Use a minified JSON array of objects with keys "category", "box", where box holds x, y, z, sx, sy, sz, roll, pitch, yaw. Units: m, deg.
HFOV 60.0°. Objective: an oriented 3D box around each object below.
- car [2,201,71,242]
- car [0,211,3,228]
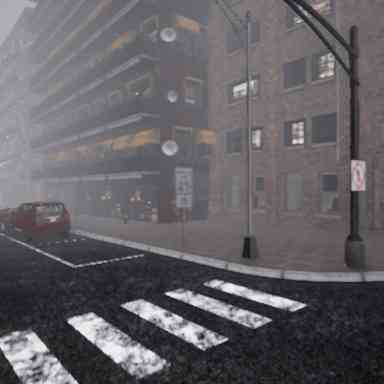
[{"category":"car","box":[-7.866,1.391,17.073,2.192,1.841,5.009,-3,1,-40]},{"category":"car","box":[-11.471,1.677,21.439,1.887,1.381,4.507,-3,1,-40]}]
